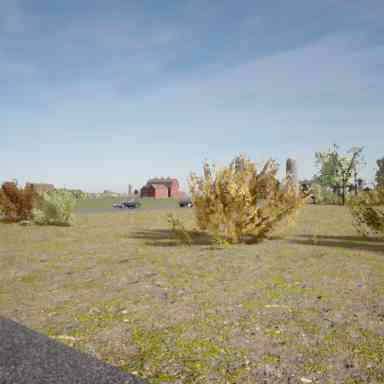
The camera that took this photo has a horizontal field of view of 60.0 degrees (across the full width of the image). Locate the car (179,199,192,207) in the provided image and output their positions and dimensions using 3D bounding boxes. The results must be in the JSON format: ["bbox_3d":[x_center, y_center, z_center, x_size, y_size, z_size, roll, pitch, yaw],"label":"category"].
[{"bbox_3d":[-0.358,2.043,60.834,1.837,1.490,4.892,-1,-1,36],"label":"car"}]

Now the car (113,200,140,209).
[{"bbox_3d":[-10.410,1.958,53.139,2.128,1.511,4.902,-1,-1,36],"label":"car"}]

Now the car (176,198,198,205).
[{"bbox_3d":[-0.945,1.890,66.071,1.895,1.301,4.718,-1,-1,36],"label":"car"}]
